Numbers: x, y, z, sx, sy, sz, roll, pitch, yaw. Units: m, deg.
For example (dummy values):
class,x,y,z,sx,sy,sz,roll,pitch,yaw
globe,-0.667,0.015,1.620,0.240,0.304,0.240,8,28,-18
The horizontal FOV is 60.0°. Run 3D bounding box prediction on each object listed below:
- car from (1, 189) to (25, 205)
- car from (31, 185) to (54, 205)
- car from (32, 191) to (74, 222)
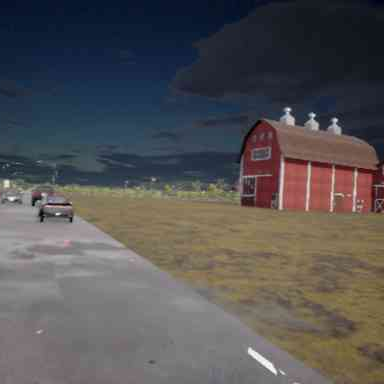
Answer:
class,x,y,z,sx,sy,sz,roll,pitch,yaw
car,-18.242,0.445,33.907,2.128,1.511,4.902,4,-1,-27
car,-15.371,0.368,34.448,2.150,2.045,5.566,4,0,-26
car,-8.466,0.967,20.597,2.128,1.511,4.902,4,0,-26
